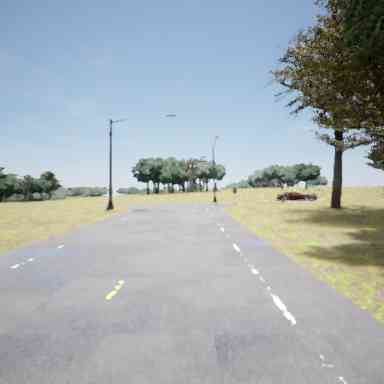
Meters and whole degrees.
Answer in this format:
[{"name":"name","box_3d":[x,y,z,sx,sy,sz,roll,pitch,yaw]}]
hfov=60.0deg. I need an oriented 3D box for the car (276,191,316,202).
[{"name":"car","box_3d":[14.822,0.644,48.503,5.008,1.535,1.882,-1,-2,-1]}]
